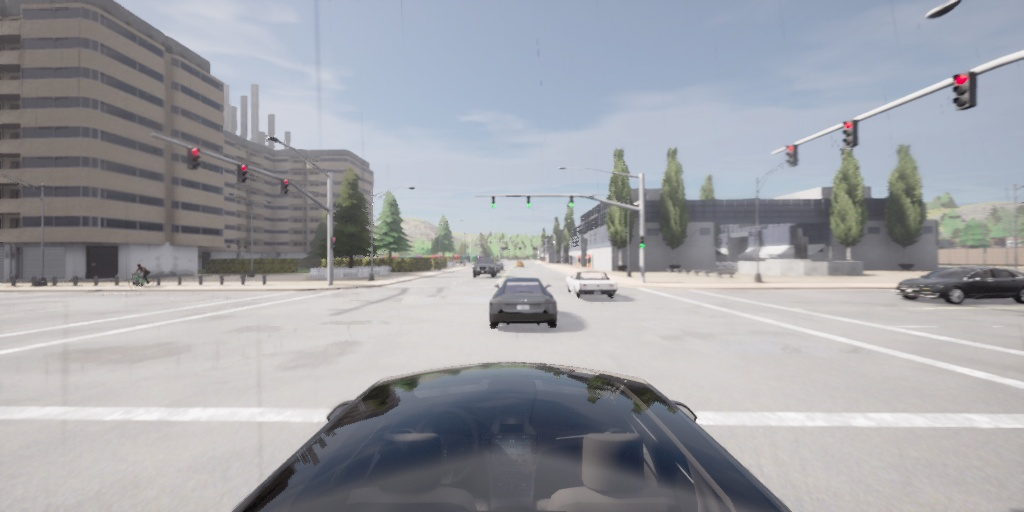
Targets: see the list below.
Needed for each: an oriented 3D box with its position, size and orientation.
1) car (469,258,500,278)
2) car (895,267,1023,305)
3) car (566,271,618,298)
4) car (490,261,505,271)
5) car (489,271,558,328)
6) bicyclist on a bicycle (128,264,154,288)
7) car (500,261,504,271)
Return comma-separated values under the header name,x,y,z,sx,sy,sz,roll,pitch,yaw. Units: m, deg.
name,x,y,z,sx,sy,sz,roll,pitch,yaw
car,-2.782,1.191,37.697,2.150,2.045,5.566,0,0,2
car,19.420,1.218,15.380,4.892,1.490,1.837,0,0,0
car,4.004,1.424,18.798,1.895,1.301,4.718,0,0,1
car,-2.253,1.573,58.093,2.128,1.511,4.902,0,0,1
car,0.349,1.368,11.700,1.994,1.385,4.181,0,0,1
bicyclist on a bicycle,-24.743,1.323,23.942,0.582,1.620,1.656,0,0,1
car,-2.544,1.588,47.664,1.994,1.385,4.181,0,0,2
